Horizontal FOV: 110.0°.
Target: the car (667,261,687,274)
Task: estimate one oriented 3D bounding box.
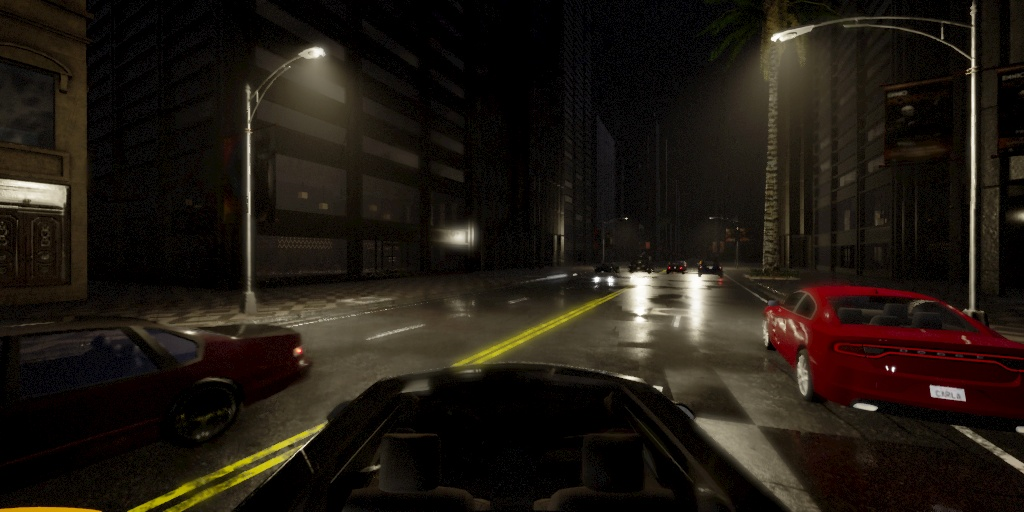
[{"bbox_3d":[18.625,1.315,40.713,2.033,1.411,5.357,0,0,27],"label":"car"}]

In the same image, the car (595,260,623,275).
[{"bbox_3d":[10.519,1.365,39.597,1.895,1.301,4.718,0,0,27],"label":"car"}]

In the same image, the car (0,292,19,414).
[{"bbox_3d":[-8.338,1.255,2.897,1.837,1.490,4.892,0,0,27],"label":"car"}]

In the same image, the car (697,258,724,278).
[{"bbox_3d":[19.269,1.116,34.891,2.097,1.767,4.553,0,0,27],"label":"car"}]

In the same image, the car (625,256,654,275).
[{"bbox_3d":[14.751,0.988,40.721,2.150,2.045,5.566,0,0,27],"label":"car"}]

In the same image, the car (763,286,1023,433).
[{"bbox_3d":[5.511,1.228,5.807,1.882,1.535,5.008,0,0,27],"label":"car"}]

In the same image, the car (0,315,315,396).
[{"bbox_3d":[-4.624,1.298,3.015,2.033,1.411,5.357,0,0,27],"label":"car"}]
